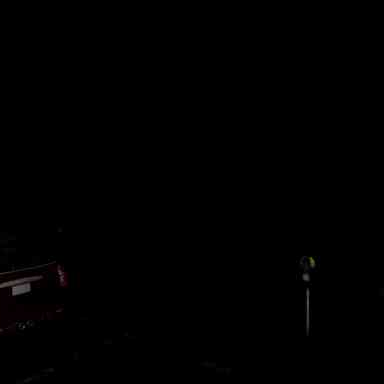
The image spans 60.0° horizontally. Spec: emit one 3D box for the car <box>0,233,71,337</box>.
[{"bbox_3d":[-4.064,1.440,5.975,4.097,1.590,1.967,0,0,36],"label":"car"}]
